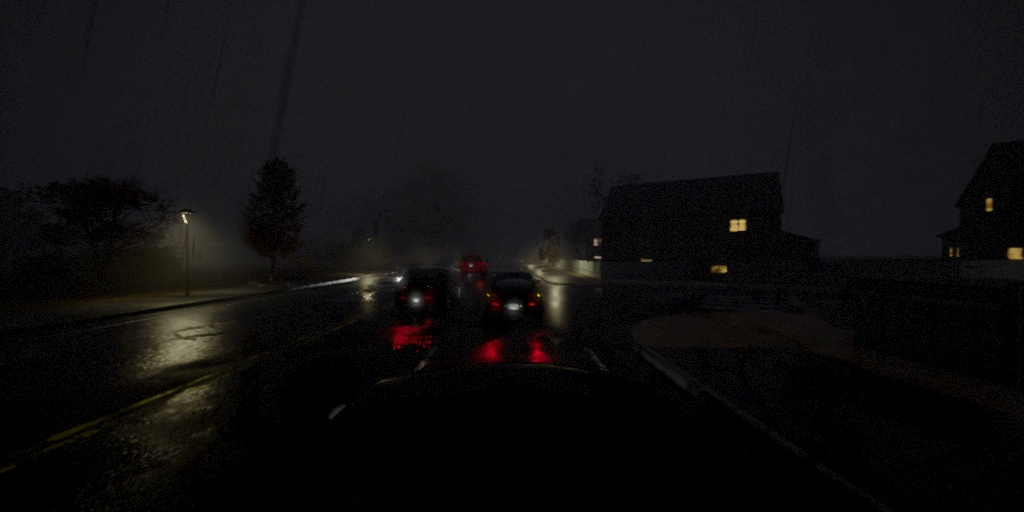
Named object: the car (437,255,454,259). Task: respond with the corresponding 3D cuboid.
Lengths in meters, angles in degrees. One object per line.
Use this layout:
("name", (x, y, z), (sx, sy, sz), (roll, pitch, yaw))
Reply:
("car", (-10.135, 0.819, 54.955), (2.150, 2.045, 5.566), (0, 0, 0))

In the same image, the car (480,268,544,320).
("car", (0.056, 1.247, 12.291), (1.812, 1.442, 4.674), (0, 0, 0))

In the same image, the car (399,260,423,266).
("car", (-10.051, 1.151, 35.994), (2.128, 1.511, 4.902), (0, 0, 0))

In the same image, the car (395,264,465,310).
("car", (-3.220, 1.222, 14.419), (1.837, 1.490, 4.892), (0, 0, 0))

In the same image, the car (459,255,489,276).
("car", (-3.335, 0.889, 32.086), (2.150, 2.045, 5.566), (0, 0, 0))

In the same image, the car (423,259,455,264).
("car", (-6.795, 1.263, 34.543), (1.895, 1.301, 4.718), (0, 0, 0))
